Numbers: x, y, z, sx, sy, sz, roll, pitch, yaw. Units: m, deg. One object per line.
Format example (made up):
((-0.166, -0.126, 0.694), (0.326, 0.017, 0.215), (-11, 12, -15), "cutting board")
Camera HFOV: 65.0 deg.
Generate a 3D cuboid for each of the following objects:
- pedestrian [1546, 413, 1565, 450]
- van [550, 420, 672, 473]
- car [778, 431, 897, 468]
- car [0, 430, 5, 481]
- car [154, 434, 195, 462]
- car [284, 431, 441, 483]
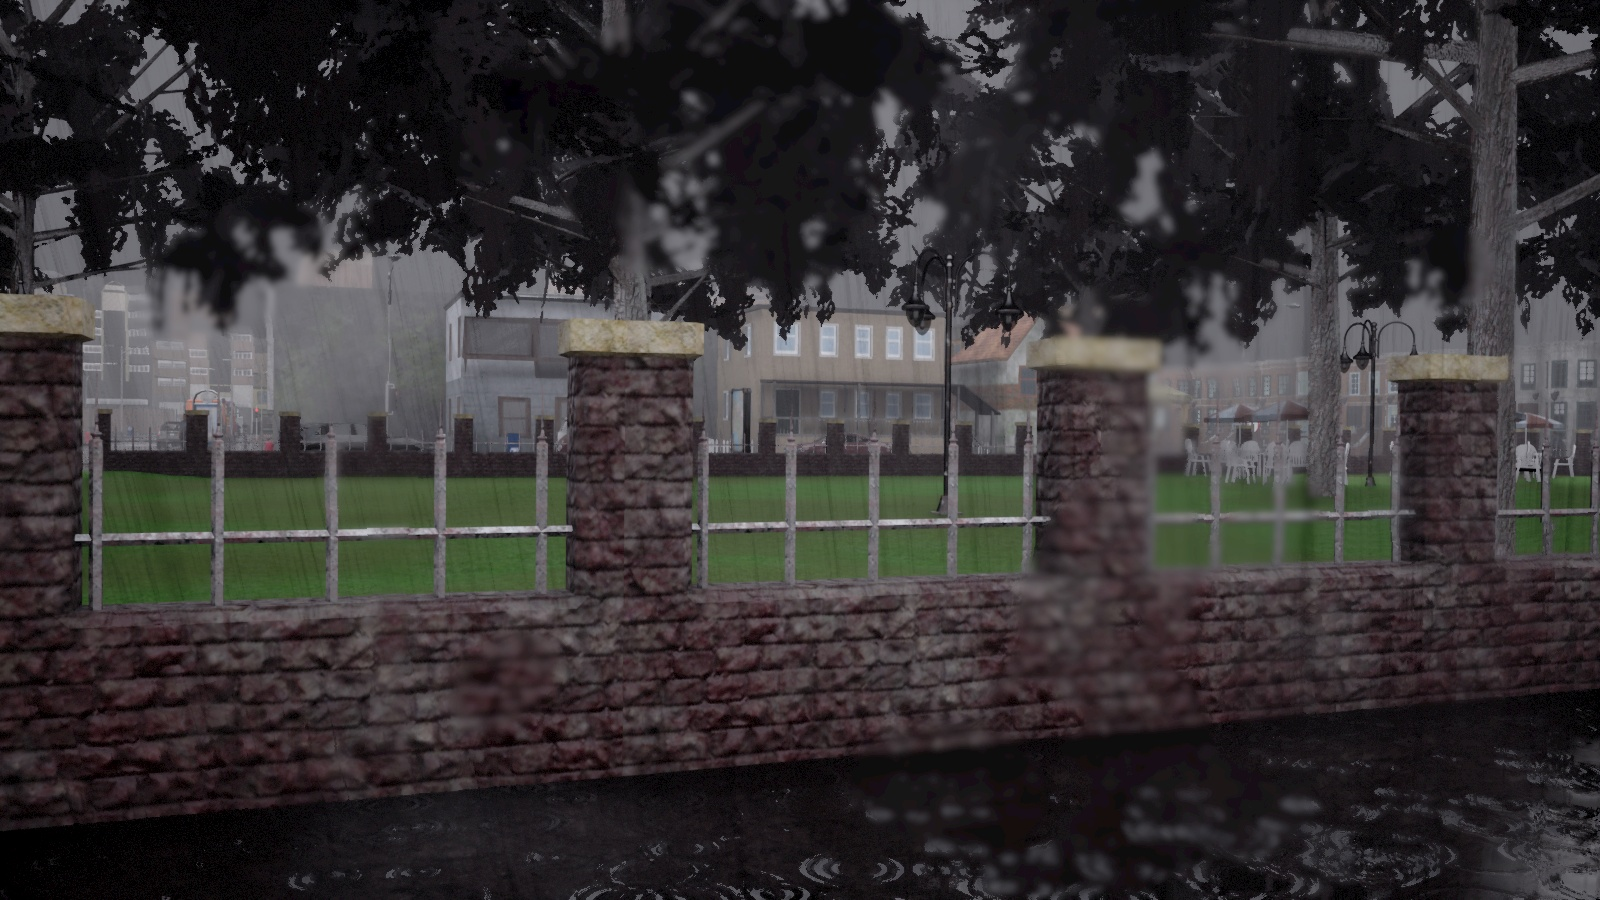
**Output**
((39.681, -0.986, 65.951), (0.423, 1.949, 0.788), (-1, 1, -16), "pedestrian")
((-7.425, -0.171, 49.389), (4.442, 1.987, 1.775), (-1, 1, -21), "van")
((1.576, -0.050, 52.808), (4.674, 1.442, 1.812), (-1, 1, -21), "car")
((-28.579, 0.189, 42.721), (2.152, 1.651, 5.027), (-1, 1, -37), "car")
((-38.264, -0.143, 76.911), (1.851, 1.617, 3.988), (-1, 1, -21), "car")
((-14.710, 0.199, 42.327), (4.856, 1.649, 2.033), (-1, 1, -20), "car")
